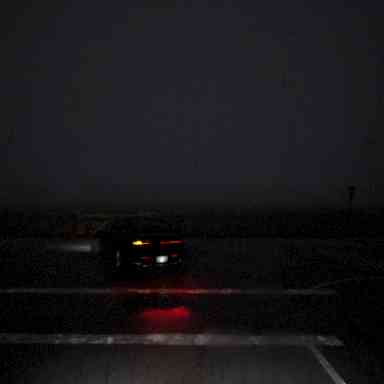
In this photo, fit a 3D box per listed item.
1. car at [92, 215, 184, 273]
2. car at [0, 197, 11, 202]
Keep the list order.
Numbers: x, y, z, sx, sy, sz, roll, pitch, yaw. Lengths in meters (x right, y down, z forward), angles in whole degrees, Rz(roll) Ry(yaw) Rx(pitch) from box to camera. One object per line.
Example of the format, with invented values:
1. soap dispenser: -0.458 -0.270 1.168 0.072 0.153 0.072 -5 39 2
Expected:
1. car: -1.914 1.524 10.979 1.837 1.490 4.892 2 -1 -28
2. car: -28.514 1.504 49.081 2.128 1.511 4.902 0 0 1
